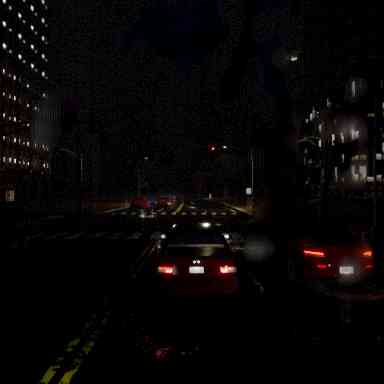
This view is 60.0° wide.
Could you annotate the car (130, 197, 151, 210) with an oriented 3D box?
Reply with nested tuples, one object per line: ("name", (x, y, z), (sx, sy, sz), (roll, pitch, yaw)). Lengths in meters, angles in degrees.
("car", (-6.662, 1.441, 42.276), (1.882, 1.535, 5.008), (0, 0, 0))

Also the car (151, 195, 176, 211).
("car", (-3.407, 1.319, 40.655), (2.097, 1.767, 4.553), (0, 0, 0))

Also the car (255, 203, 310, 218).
("car", (7.171, 1.582, 26.374), (4.181, 1.385, 1.994), (0, 0, -9))

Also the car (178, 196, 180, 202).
("car", (-3.428, 1.420, 59.868), (2.128, 1.511, 4.902), (0, 0, 0))

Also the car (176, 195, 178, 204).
("car", (-3.419, 1.455, 49.547), (1.837, 1.490, 4.892), (0, 0, 0))

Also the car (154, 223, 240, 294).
("car", (0.087, 1.544, 8.904), (2.033, 1.411, 5.357), (0, 0, 0))

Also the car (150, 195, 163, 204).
("car", (-6.681, 1.427, 62.562), (1.837, 1.490, 4.892), (0, 0, 0))

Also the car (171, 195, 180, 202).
("car", (-3.530, 1.445, 72.750), (1.994, 1.385, 4.181), (0, 0, -2))

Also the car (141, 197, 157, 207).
("car", (-6.676, 1.470, 52.197), (1.812, 1.442, 4.674), (0, 0, 0))

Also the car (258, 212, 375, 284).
("car", (3.336, 1.522, 9.489), (1.812, 1.442, 4.674), (0, 0, 0))
